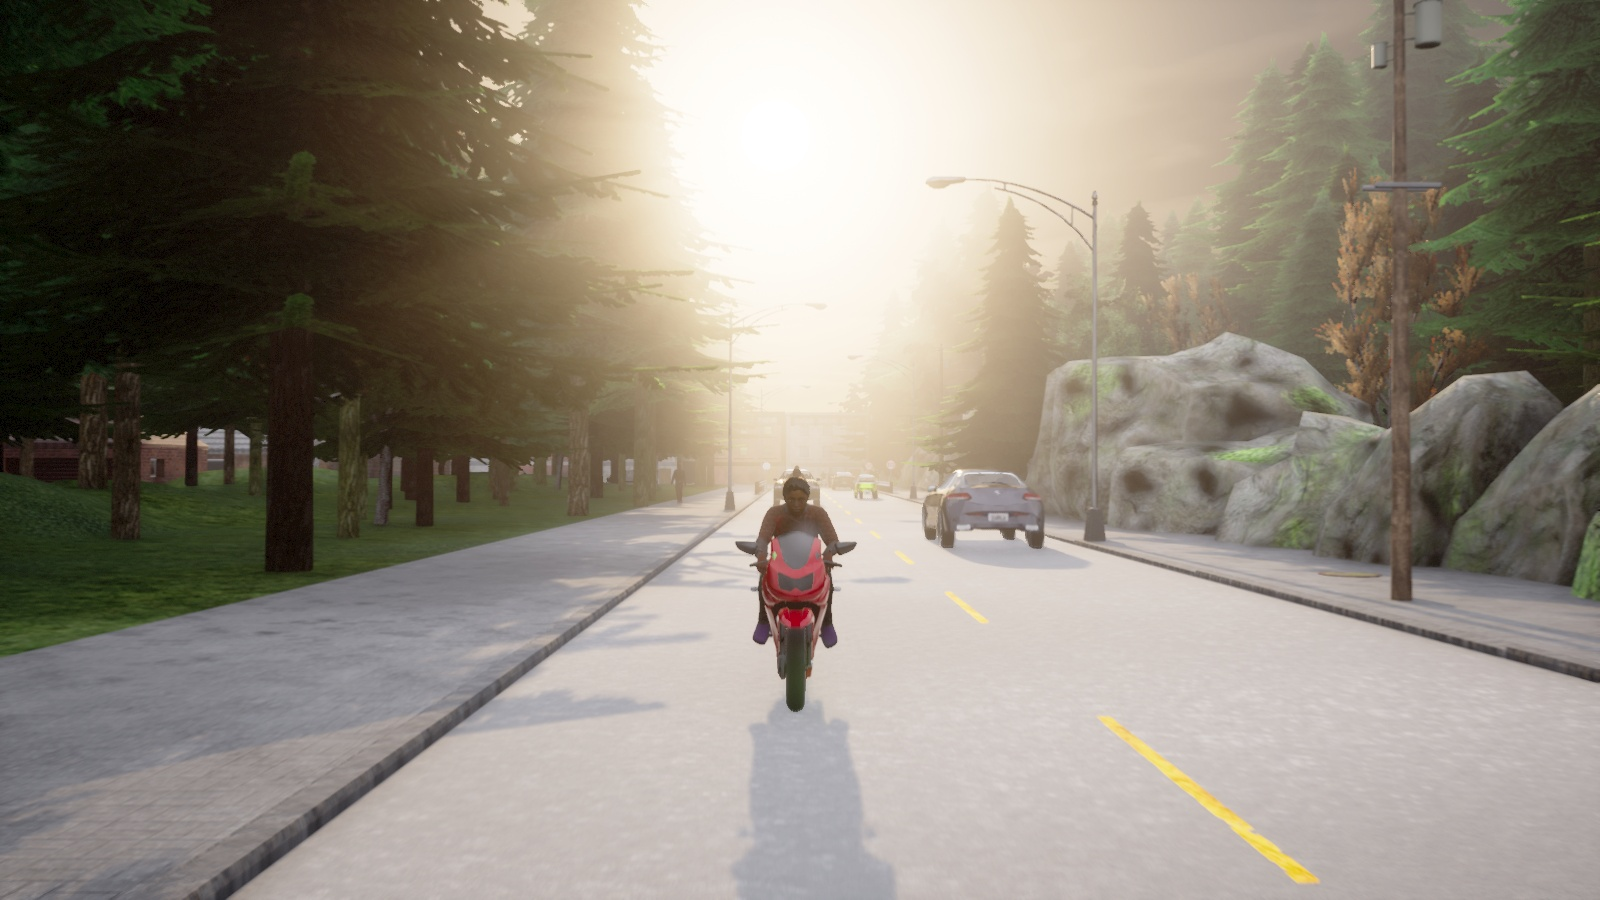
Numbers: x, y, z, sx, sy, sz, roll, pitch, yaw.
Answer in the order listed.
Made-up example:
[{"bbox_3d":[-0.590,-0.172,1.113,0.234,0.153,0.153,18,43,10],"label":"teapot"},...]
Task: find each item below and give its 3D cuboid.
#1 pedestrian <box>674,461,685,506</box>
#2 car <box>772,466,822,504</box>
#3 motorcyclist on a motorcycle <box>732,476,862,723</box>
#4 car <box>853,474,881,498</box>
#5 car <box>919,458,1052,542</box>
[{"bbox_3d":[-5.351,1.480,55.803,0.423,1.949,0.788,0,-1,-1],"label":"pedestrian"},{"bbox_3d":[-0.136,1.553,57.334,2.152,1.651,5.027,0,-1,0],"label":"car"},{"bbox_3d":[-0.021,0.944,8.798,0.797,1.523,2.044,0,-1,0],"label":"motorcyclist on a motorcycle"},{"bbox_3d":[3.829,2.066,72.372,1.481,1.376,2.207,0,-1,0],"label":"car"},{"bbox_3d":[3.934,1.039,27.548,2.152,1.651,5.027,0,-1,0],"label":"car"}]
